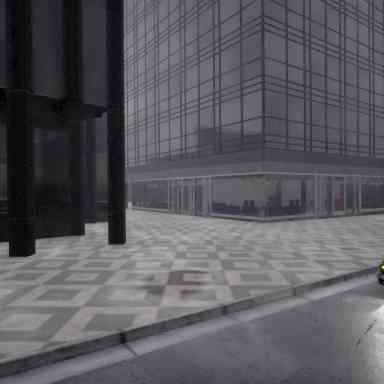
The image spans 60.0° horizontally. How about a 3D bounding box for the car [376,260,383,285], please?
[{"bbox_3d":[6.660,1.548,8.092,5.357,1.411,2.033,0,0,-35],"label":"car"}]
